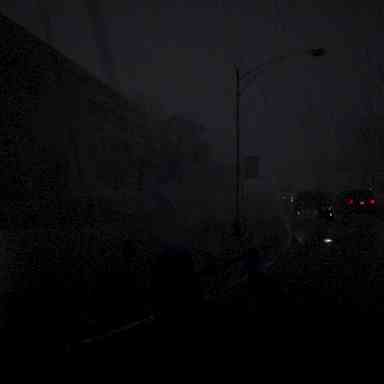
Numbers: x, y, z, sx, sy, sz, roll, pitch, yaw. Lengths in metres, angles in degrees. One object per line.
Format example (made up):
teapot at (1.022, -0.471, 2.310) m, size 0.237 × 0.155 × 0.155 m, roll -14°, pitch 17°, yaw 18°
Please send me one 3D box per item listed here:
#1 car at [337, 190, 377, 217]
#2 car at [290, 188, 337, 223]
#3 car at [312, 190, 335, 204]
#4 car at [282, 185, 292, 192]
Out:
car at (12.825, 0.846, 26.378) m, size 2.150 × 2.045 × 5.566 m, roll 0°, pitch 1°, yaw 14°
car at (8.160, 0.912, 22.865) m, size 2.150 × 2.045 × 5.566 m, roll 0°, pitch 1°, yaw 14°
car at (16.919, 0.575, 43.021) m, size 2.128 × 1.511 × 4.902 m, roll 0°, pitch 2°, yaw 14°
car at (18.371, -0.683, 64.067) m, size 1.895 × 1.301 × 4.718 m, roll 0°, pitch 5°, yaw 14°
